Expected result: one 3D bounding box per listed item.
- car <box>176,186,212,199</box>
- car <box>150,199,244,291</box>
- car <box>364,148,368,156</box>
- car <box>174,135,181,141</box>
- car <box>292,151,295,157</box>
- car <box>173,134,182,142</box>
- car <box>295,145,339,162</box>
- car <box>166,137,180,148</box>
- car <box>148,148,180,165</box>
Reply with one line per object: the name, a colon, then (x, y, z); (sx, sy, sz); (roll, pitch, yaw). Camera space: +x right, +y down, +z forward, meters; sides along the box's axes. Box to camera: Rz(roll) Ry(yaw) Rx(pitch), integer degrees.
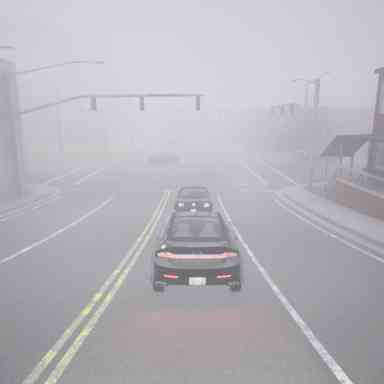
car: (0.090, 0.327, 18.038); (1.895, 1.301, 4.718); (0, 8, 0)
car: (0.102, 1.220, 8.333); (2.128, 1.511, 4.902); (0, 4, 0)
car: (26.310, -5.614, 44.855); (5.566, 2.045, 2.150); (0, 12, 0)
car: (-3.476, -10.625, 69.173); (1.994, 1.385, 4.181); (0, 12, 0)
car: (15.984, -5.494, 44.920); (4.553, 1.767, 2.097); (0, 12, 0)
car: (-3.473, -12.842, 79.003); (1.837, 1.490, 4.892); (0, 12, 0)
car: (15.816, -4.741, 41.502); (4.553, 1.767, 2.097); (0, 12, 0)
car: (-3.549, -8.512, 59.350); (1.837, 1.490, 4.892); (0, 12, 0)
car: (-3.234, -4.078, 39.478); (1.994, 1.385, 4.181); (9, 16, 36)
